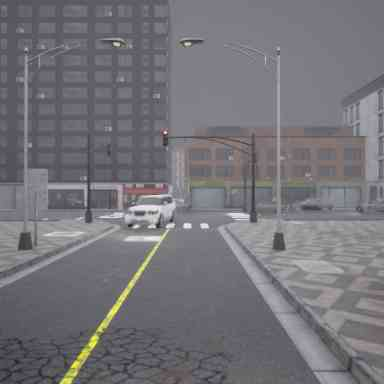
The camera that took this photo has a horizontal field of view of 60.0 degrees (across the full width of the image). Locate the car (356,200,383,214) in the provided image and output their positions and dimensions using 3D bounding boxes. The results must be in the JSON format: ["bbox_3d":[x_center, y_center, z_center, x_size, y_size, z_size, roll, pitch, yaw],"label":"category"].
[{"bbox_3d":[19.016,1.548,33.853,4.181,1.385,1.994,0,0,0],"label":"car"}]

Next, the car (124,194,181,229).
[{"bbox_3d":[-2.630,1.205,22.339,2.150,2.045,5.566,0,1,11],"label":"car"}]

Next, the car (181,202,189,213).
[{"bbox_3d":[-2.459,1.617,37.141,4.181,1.385,1.994,0,0,0],"label":"car"}]

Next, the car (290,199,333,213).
[{"bbox_3d":[13.146,1.515,37.118,4.902,1.511,2.128,0,0,0],"label":"car"}]

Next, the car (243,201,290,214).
[{"bbox_3d":[7.228,1.568,33.562,4.181,1.385,1.994,0,0,-5],"label":"car"}]
